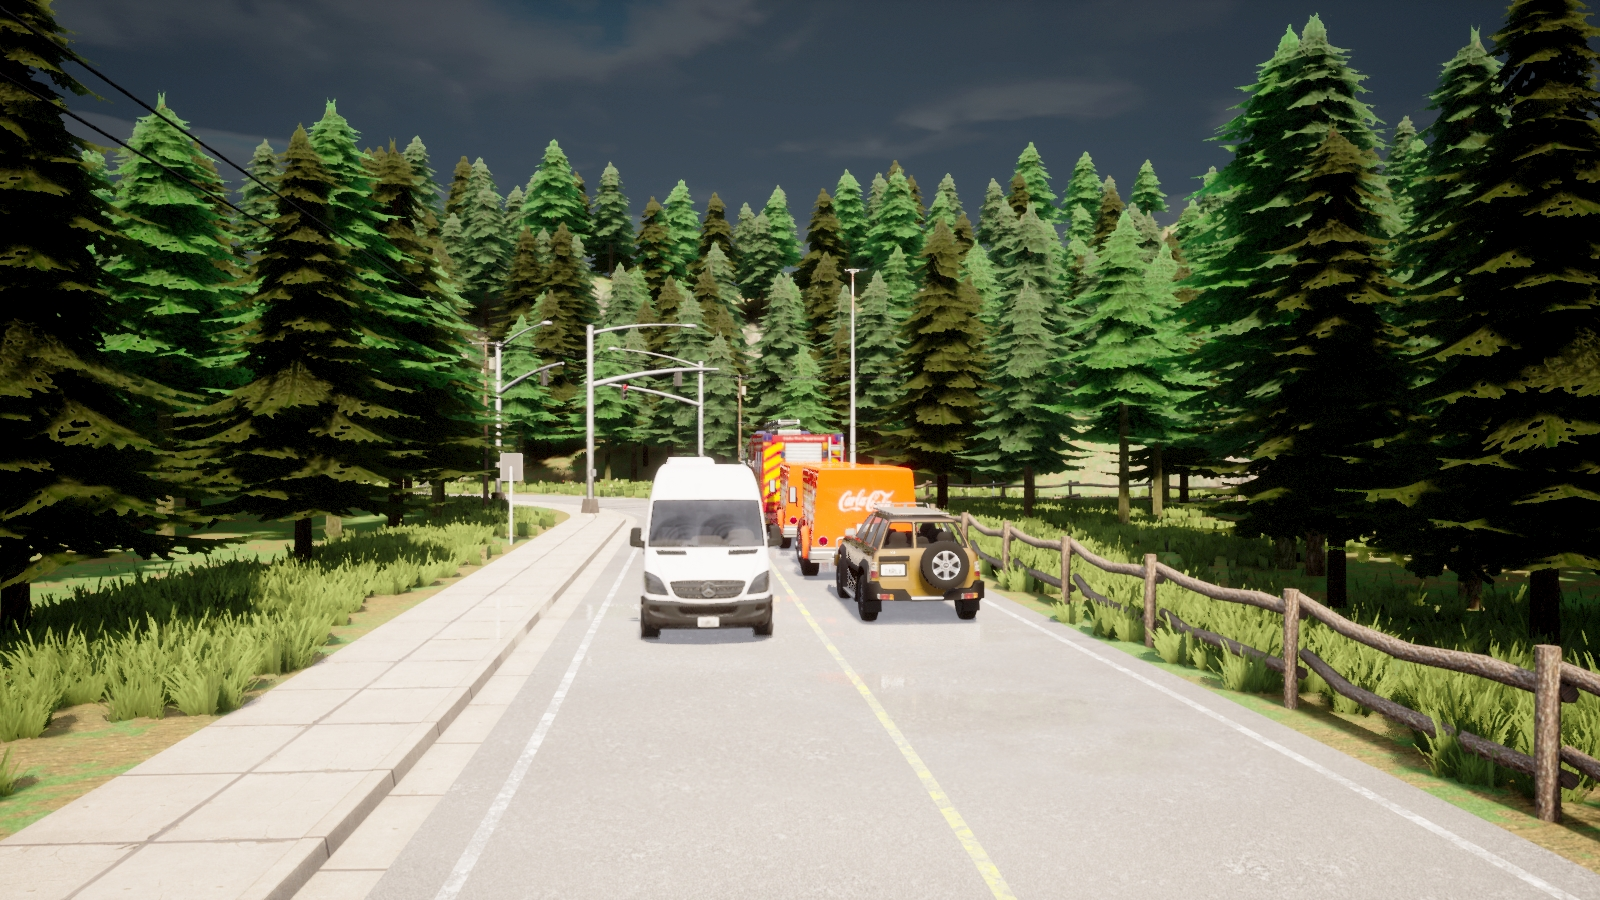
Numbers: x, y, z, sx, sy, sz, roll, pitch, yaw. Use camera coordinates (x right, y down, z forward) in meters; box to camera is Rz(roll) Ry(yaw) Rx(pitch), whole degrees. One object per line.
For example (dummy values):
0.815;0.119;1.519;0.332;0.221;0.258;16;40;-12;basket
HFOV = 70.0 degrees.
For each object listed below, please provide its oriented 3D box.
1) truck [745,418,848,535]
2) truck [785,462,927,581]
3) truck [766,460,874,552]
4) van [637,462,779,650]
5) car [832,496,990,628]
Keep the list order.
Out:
-0.322;0.864;41.724;2.891;3.827;8.468;0;0;-6;truck
1.162;1.541;26.858;2.627;2.467;5.204;0;0;-5;truck
0.486;1.541;33.943;2.627;2.467;5.204;0;0;-6;truck
-1.579;1.507;18.976;1.988;2.561;5.915;0;0;-6;van
1.810;1.837;20.127;1.932;1.855;4.605;0;0;-5;car
